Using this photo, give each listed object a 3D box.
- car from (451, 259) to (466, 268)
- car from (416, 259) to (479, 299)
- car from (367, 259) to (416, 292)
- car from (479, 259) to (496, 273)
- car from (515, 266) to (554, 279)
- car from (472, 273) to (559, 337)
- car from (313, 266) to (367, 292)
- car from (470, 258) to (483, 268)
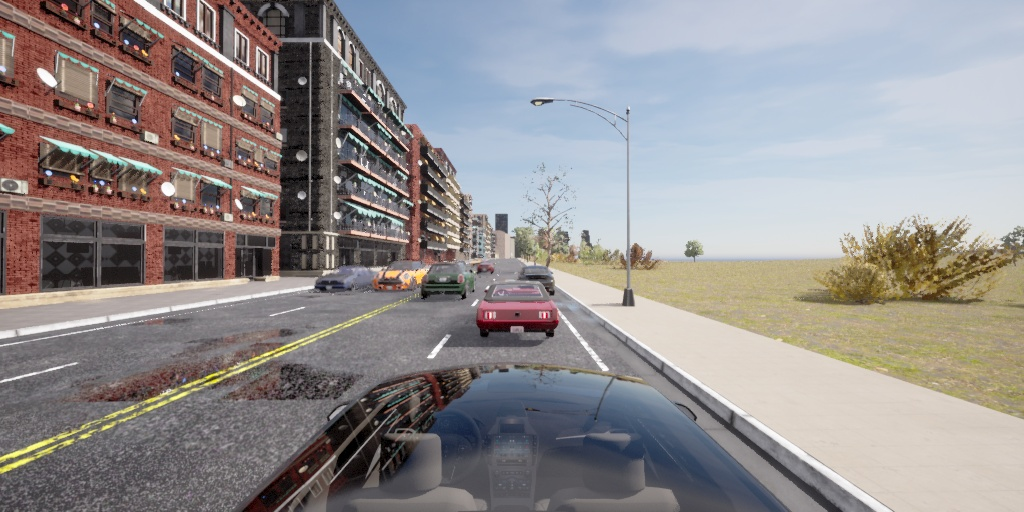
[{"bbox_3d":[-9.526,1.313,63.938,1.994,1.385,4.181,0,0,1],"label":"car"},{"bbox_3d":[-3.079,1.102,18.147,2.097,1.767,4.553,0,0,0],"label":"car"},{"bbox_3d":[-6.513,1.104,21.341,2.097,1.767,4.553,0,0,0],"label":"car"},{"bbox_3d":[-2.976,1.277,41.164,1.812,1.442,4.674,0,0,0],"label":"car"},{"bbox_3d":[1.215,1.257,19.424,1.837,1.490,4.892,0,0,0],"label":"car"},{"bbox_3d":[0.136,1.352,10.224,1.895,1.301,4.718,0,0,0],"label":"car"},{"bbox_3d":[-9.760,1.299,21.784,2.033,1.411,5.357,0,0,0],"label":"car"},{"bbox_3d":[-6.277,1.227,64.030,1.882,1.535,5.008,0,0,1],"label":"car"}]
